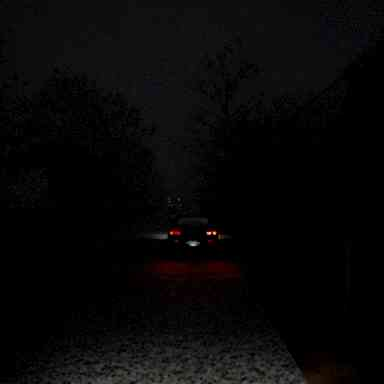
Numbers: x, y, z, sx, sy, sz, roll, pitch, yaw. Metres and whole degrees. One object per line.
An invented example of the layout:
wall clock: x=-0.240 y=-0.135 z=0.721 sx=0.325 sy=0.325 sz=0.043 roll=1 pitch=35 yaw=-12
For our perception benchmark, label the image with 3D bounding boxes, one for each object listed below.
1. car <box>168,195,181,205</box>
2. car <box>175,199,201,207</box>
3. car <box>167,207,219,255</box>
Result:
car: x=-3.033 y=1.268 z=58.152 sx=2.097 sy=1.767 sz=4.553 roll=0 pitch=0 yaw=0
car: x=-0.024 y=1.503 z=25.675 sx=2.033 sy=1.411 sz=5.357 roll=0 pitch=0 yaw=0
car: x=0.018 y=1.504 z=13.044 sx=1.812 sy=1.442 sz=4.674 roll=0 pitch=0 yaw=-1
